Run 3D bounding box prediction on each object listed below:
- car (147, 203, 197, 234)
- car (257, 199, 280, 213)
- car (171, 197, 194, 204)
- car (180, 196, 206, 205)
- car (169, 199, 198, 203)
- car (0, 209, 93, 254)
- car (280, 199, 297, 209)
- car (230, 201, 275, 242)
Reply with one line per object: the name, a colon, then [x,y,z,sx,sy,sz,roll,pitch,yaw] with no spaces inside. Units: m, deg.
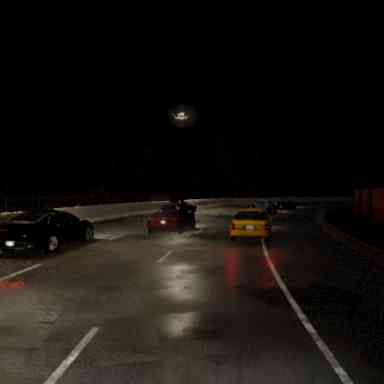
car: [-1.070,1.538,19.191,1.994,1.385,4.181,0,0,12]
car: [7.658,1.523,35.188,1.812,1.442,4.674,0,0,26]
car: [-1.668,1.526,61.314,1.895,1.301,4.718,0,0,34]
car: [0.167,1.430,57.798,2.128,1.511,4.902,0,0,34]
car: [-1.197,1.507,31.511,2.033,1.411,5.357,0,0,20]
car: [-5.708,1.464,13.454,1.837,1.490,4.892,0,0,8]
car: [12.764,1.611,45.141,1.895,1.301,4.718,0,0,33]
car: [2.912,1.451,16.408,1.801,1.575,5.366,0,0,11]
